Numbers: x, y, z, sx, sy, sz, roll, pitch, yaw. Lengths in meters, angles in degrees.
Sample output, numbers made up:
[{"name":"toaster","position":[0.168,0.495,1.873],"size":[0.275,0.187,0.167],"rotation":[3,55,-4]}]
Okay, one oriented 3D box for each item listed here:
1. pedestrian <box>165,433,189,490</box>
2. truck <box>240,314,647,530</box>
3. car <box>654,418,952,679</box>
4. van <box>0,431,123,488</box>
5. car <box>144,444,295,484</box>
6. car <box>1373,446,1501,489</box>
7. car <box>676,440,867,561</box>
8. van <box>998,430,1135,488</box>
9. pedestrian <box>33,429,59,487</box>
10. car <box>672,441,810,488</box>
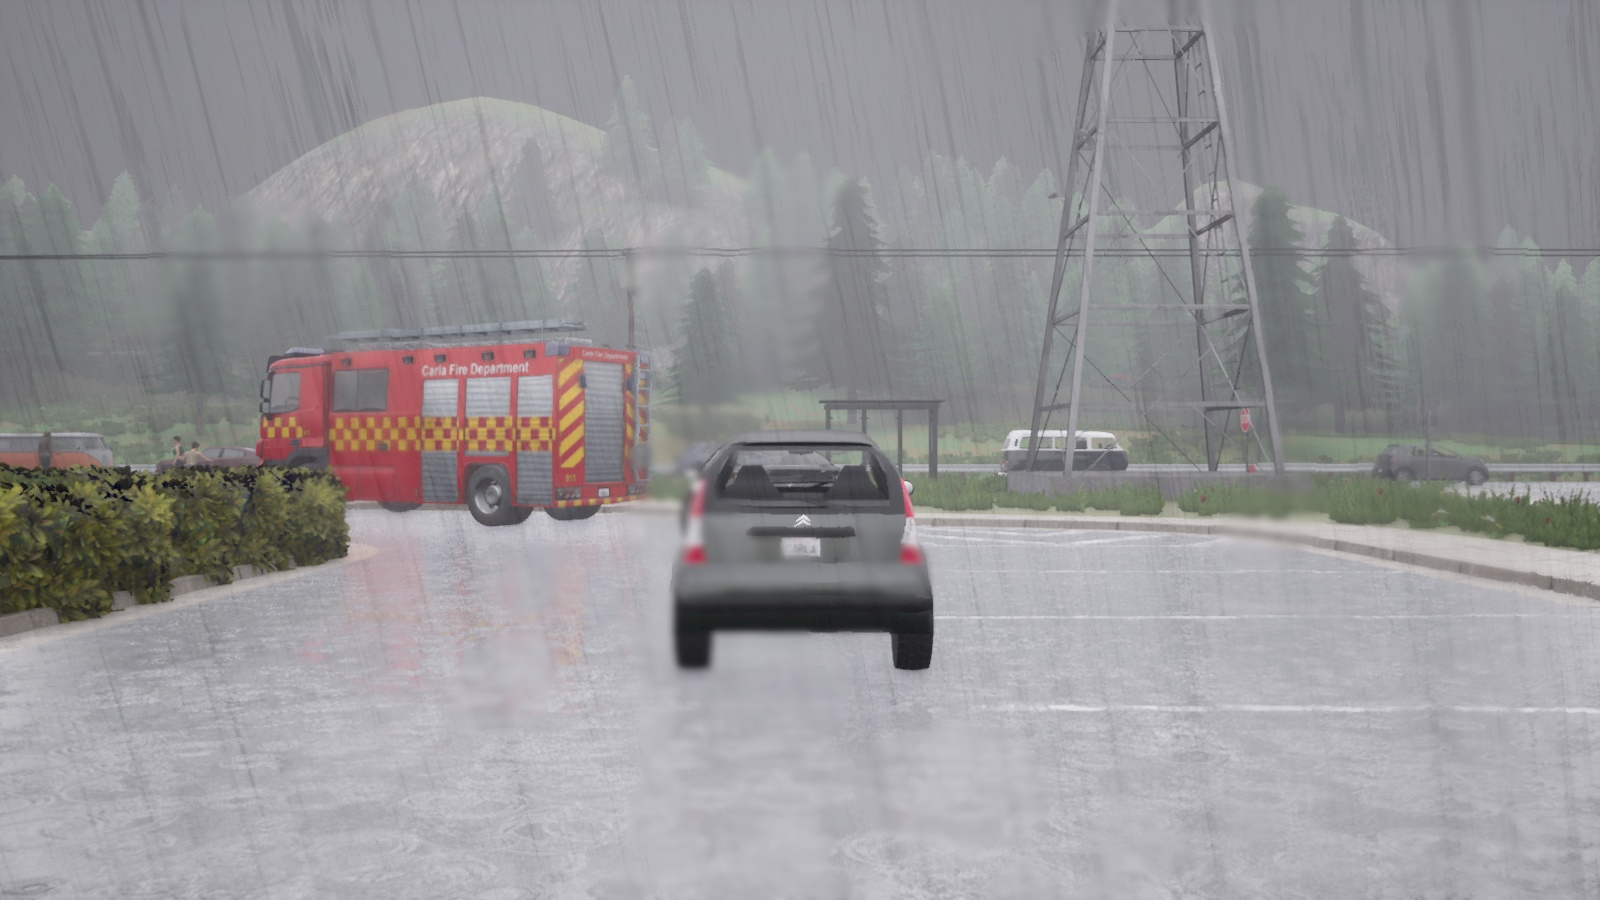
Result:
[{"name":"pedestrian","position":[-20.115,0.378,40.529],"size":[0.594,1.836,0.345],"rotation":[0,0,8]},{"name":"truck","position":[-7.413,-0.511,25.654],"size":[8.468,3.827,2.891],"rotation":[0,0,30]},{"name":"car","position":[0.017,0.611,9.797],"size":[1.851,1.617,3.988],"rotation":[0,0,0]},{"name":"van","position":[-27.039,0.324,45.227],"size":[4.442,1.987,1.775],"rotation":[0,0,7]},{"name":"car","position":[-22.562,0.539,48.926],"size":[5.008,1.535,1.882],"rotation":[0,0,1]},{"name":"car","position":[22.762,0.625,44.965],"size":[3.633,1.501,1.845],"rotation":[0,0,1]},{"name":"car","position":[-0.569,0.630,18.325],"size":[2.007,1.525,4.514],"rotation":[0,0,-12]},{"name":"van","position":[9.523,0.323,45.099],"size":[4.480,2.038,2.069],"rotation":[0,0,1]},{"name":"pedestrian","position":[-23.966,0.247,39.914],"size":[0.331,1.846,0.634],"rotation":[0,0,25]},{"name":"car","position":[-2.059,0.521,45.237],"size":[4.856,1.649,2.033],"rotation":[0,0,1]}]
